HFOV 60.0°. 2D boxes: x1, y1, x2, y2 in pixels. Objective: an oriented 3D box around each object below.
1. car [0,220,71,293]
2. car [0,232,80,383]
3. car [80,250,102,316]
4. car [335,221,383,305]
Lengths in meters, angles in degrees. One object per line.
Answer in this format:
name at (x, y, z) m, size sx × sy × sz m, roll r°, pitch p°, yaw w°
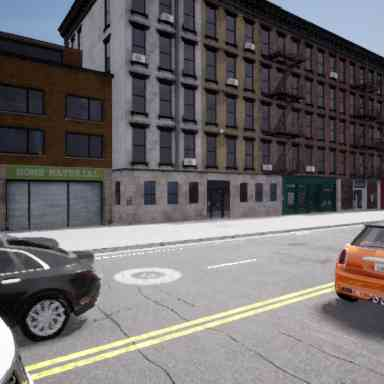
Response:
car at (-5.779, 1.547, 7.557) m, size 5.357 × 1.411 × 2.033 m, roll 0°, pitch 0°, yaw -35°
car at (-3.481, 1.222, 0.970) m, size 5.566 × 2.045 × 2.150 m, roll 0°, pitch 0°, yaw -36°
car at (-3.848, 1.505, 4.941) m, size 4.892 × 1.490 × 1.837 m, roll 0°, pitch 0°, yaw -35°
car at (5.088, 1.352, 7.034) m, size 4.553 × 1.767 × 2.097 m, roll 0°, pitch 0°, yaw -35°
